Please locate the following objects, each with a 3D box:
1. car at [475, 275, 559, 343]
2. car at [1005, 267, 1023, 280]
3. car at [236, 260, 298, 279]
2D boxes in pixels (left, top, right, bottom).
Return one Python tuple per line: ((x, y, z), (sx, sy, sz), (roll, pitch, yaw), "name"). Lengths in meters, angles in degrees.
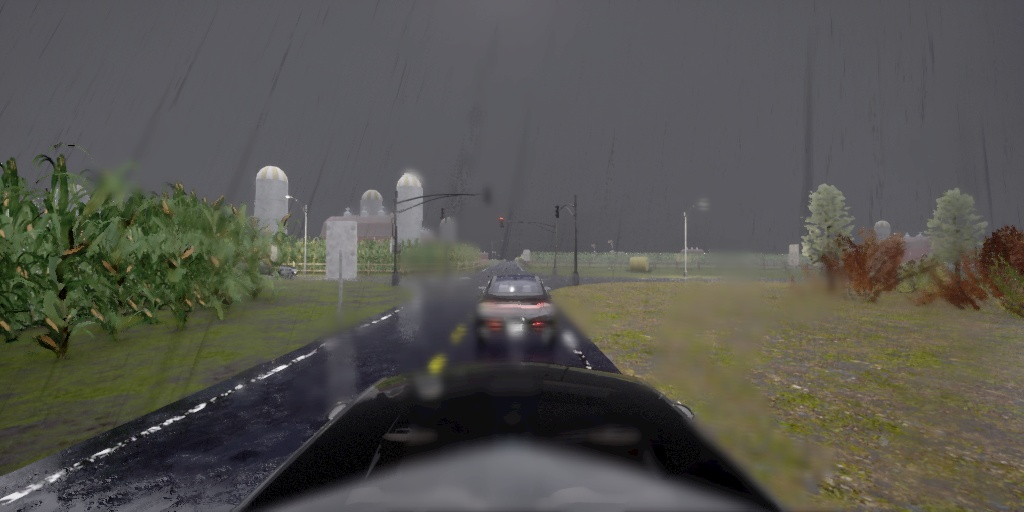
((0.100, 1.245, 9.653), (2.128, 1.511, 4.902), (0, 0, 0), "car")
((48.663, 1.719, 33.511), (4.674, 1.442, 1.812), (1, -1, -5), "car")
((-19.943, 1.058, 28.807), (4.902, 1.511, 2.128), (0, -1, -4), "car")
